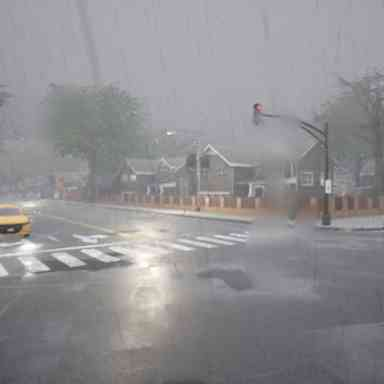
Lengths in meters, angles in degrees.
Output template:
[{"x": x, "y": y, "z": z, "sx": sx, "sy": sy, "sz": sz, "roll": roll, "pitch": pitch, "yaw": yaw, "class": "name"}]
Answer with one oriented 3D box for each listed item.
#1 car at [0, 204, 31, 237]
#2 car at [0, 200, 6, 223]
[{"x": -9.634, "y": 1.426, "z": 17.004, "sx": 1.882, "sy": 1.535, "sz": 5.008, "roll": -1, "pitch": 1, "yaw": -36, "class": "car"}, {"x": -15.293, "y": 1.404, "z": 24.830, "sx": 1.882, "sy": 1.535, "sz": 5.008, "roll": -1, "pitch": 0, "yaw": -36, "class": "car"}]
